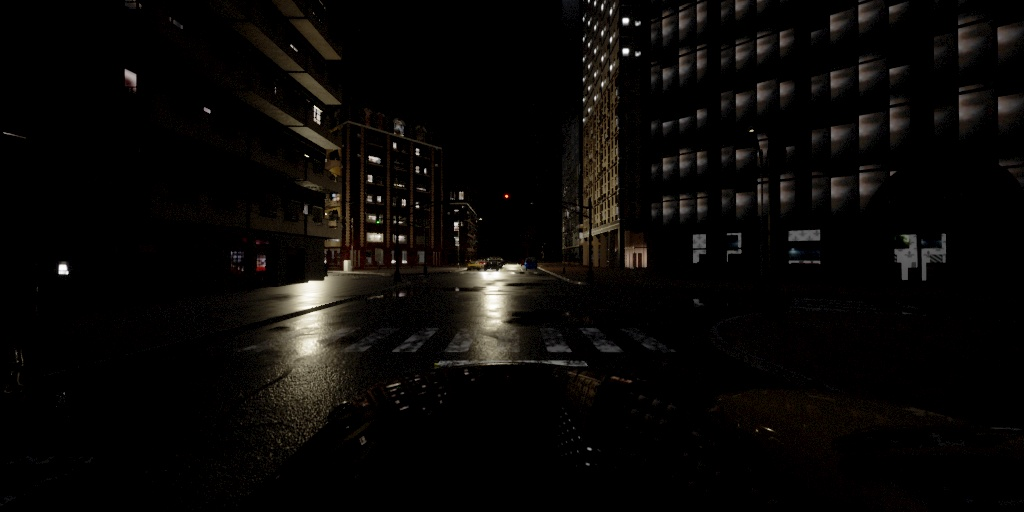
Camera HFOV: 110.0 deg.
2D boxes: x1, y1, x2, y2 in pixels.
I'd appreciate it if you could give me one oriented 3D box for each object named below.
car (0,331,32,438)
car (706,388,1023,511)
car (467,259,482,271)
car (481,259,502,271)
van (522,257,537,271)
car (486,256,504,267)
[{"bbox_3d":[-5.318,1.065,1.088,2.192,1.841,5.009,0,0,0],"label":"car"},{"bbox_3d":[2.563,1.275,1.254,1.751,1.417,4.829,0,0,0],"label":"car"},{"bbox_3d":[-5.255,1.321,49.917,1.751,1.417,4.829,0,0,0],"label":"car"},{"bbox_3d":[-2.789,1.395,49.240,1.895,1.301,4.718,0,0,0],"label":"car"},{"bbox_3d":[2.625,1.136,50.077,1.690,1.789,3.998,0,0,0],"label":"van"},{"bbox_3d":[-2.765,1.037,59.164,2.150,2.045,5.566,0,0,0],"label":"car"}]
